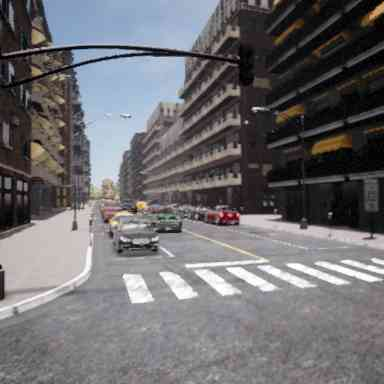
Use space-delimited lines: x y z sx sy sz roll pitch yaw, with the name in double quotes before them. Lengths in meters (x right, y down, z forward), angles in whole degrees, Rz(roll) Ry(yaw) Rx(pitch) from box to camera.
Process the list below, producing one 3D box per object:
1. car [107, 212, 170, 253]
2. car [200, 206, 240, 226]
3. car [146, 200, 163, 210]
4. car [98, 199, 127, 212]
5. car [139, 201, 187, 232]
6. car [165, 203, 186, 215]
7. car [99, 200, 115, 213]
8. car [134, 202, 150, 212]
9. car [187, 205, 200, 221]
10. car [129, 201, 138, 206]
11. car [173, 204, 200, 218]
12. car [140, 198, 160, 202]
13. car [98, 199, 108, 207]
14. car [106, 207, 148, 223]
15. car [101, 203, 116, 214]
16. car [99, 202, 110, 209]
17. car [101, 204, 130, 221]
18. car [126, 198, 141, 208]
"car" -2.536 1.799 14.786 2.008 1.369 4.403 1 -1 -16
"car" 2.431 1.882 27.781 1.967 1.590 4.097 1 -1 -16
"car" -6.848 2.305 59.871 2.192 1.841 5.009 1 -1 -16
"car" -8.721 1.926 36.183 2.192 1.841 5.009 1 -1 -16
"car" -2.106 1.723 22.578 2.097 1.767 4.553 0 -1 -16
"car" -2.257 2.243 43.986 1.752 1.417 4.829 1 -1 -16
"car" -13.361 2.201 52.227 2.192 1.841 5.009 1 -1 -16
"car" -8.424 2.403 55.586 1.882 1.535 5.008 0 -1 -16
"car" 0.883 2.083 33.127 2.008 1.369 4.403 1 -1 -16
"car" -16.131 3.113 91.954 1.947 1.339 4.313 1 -1 -16
"car" -0.663 2.174 38.474 2.008 1.369 4.403 1 -1 -16
"car" -5.657 2.116 46.199 2.097 1.767 4.553 0 -1 -14
"car" -22.641 2.756 84.314 2.192 1.841 5.009 1 -1 -16
"car" -4.035 1.861 19.971 1.752 1.417 4.829 1 -1 -16
"car" -11.769 2.316 46.711 1.752 1.417 4.829 1 -1 -16
"car" -18.004 2.728 68.266 1.947 1.339 4.313 1 -1 -16
"car" -7.177 2.064 30.831 1.887 1.381 4.507 1 -1 -16
"car" -8.811 1.993 45.999 2.150 2.045 5.566 0 -1 -16
